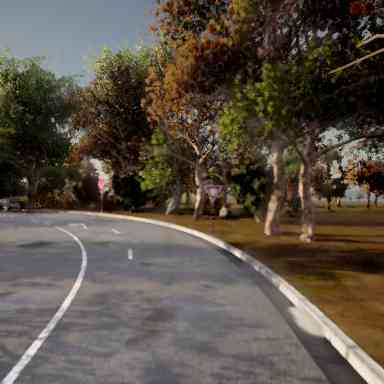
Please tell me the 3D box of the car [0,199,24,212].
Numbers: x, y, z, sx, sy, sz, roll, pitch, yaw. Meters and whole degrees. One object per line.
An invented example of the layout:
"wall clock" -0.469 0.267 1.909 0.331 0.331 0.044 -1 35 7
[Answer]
"car" -21.558 1.513 38.297 4.902 1.511 2.128 0 0 25
